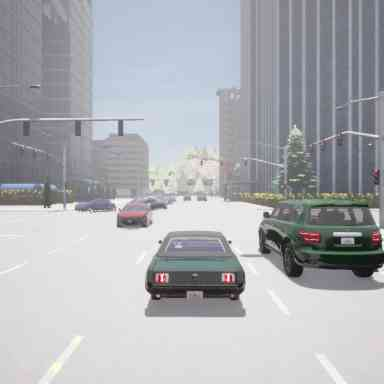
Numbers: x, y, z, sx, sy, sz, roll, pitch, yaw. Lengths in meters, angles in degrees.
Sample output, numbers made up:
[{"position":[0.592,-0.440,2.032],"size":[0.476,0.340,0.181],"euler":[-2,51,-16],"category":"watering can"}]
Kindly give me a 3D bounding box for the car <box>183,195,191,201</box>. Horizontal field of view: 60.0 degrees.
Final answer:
[{"position":[-1.244,1.540,88.871],"size":[2.033,1.411,5.357],"euler":[0,0,-1],"category":"car"}]

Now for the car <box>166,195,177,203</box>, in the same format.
[{"position":[-4.538,1.525,74.036],"size":[2.128,1.511,4.902],"euler":[0,0,-1],"category":"car"}]

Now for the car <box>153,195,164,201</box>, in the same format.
[{"position":[-8.136,1.422,81.050],"size":[2.128,1.511,4.902],"euler":[0,0,-1],"category":"car"}]

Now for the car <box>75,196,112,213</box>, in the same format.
[{"position":[-10.766,1.525,37.383],"size":[1.812,1.442,4.674],"euler":[1,1,43],"category":"car"}]

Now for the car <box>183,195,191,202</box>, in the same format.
[{"position":[-1.099,1.500,78.516],"size":[1.837,1.490,4.892],"euler":[0,0,-1],"category":"car"}]

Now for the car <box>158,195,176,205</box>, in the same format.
[{"position":[-4.398,1.490,58.690],"size":[2.128,1.511,4.902],"euler":[0,0,-1],"category":"car"}]

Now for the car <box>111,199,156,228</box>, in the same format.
[{"position":[-3.721,1.477,22.171],"size":[1.882,1.535,5.008],"euler":[0,0,-1],"category":"car"}]

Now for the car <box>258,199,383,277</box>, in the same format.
[{"position":[3.588,1.221,10.349],"size":[2.150,2.045,5.566],"euler":[0,0,0],"category":"car"}]

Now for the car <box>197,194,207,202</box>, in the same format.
[{"position":[2.397,1.348,78.784],"size":[2.097,1.767,4.553],"euler":[0,0,-1],"category":"car"}]

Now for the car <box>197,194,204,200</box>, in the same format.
[{"position":[2.254,1.386,89.065],"size":[1.882,1.535,5.008],"euler":[0,0,-1],"category":"car"}]

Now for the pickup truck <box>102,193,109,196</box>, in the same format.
[{"position":[-21.151,1.058,73.381],"size":[2.390,2.098,6.274],"euler":[0,0,30],"category":"pickup truck"}]

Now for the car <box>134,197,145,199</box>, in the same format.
[{"position":[-7.778,1.491,48.899],"size":[2.128,1.511,4.902],"euler":[0,0,-1],"category":"car"}]

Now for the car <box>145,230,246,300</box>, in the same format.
[{"position":[0.076,1.601,8.321],"size":[1.895,1.301,4.718],"euler":[0,0,0],"category":"car"}]

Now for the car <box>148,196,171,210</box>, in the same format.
[{"position":[-4.176,1.601,42.984],"size":[1.895,1.301,4.718],"euler":[0,0,-1],"category":"car"}]
